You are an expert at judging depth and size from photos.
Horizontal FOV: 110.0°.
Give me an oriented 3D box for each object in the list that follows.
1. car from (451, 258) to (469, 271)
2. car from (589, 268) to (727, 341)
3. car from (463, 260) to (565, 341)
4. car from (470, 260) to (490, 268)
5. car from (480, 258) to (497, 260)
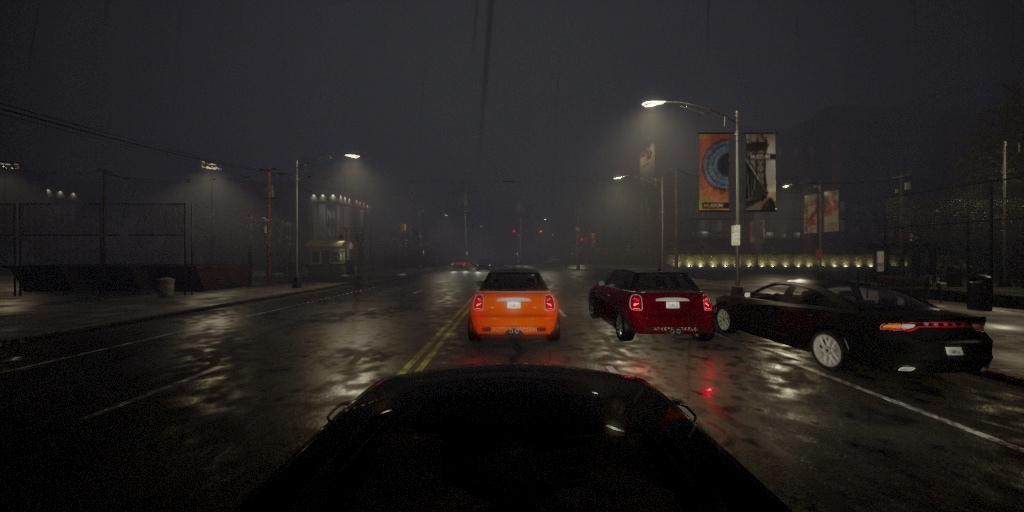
[{"bbox_3d":[-6.942,1.102,48.920,2.097,1.767,4.553,0,0,2],"label":"car"},{"bbox_3d":[3.561,1.102,10.028,2.097,1.767,4.553,0,0,0],"label":"car"},{"bbox_3d":[0.061,1.102,10.011,2.097,1.767,4.553,0,0,0],"label":"car"},{"bbox_3d":[-5.588,1.350,63.003,1.895,1.301,4.718,0,0,15],"label":"car"},{"bbox_3d":[-3.497,1.102,46.953,2.097,1.767,4.553,0,0,1],"label":"car"}]
